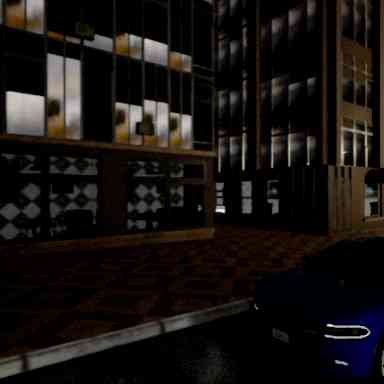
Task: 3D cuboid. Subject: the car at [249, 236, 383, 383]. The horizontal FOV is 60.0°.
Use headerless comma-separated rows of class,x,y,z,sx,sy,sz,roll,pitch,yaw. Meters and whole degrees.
car,3.140,1.536,5.578,5.008,1.535,1.882,1,0,-35
